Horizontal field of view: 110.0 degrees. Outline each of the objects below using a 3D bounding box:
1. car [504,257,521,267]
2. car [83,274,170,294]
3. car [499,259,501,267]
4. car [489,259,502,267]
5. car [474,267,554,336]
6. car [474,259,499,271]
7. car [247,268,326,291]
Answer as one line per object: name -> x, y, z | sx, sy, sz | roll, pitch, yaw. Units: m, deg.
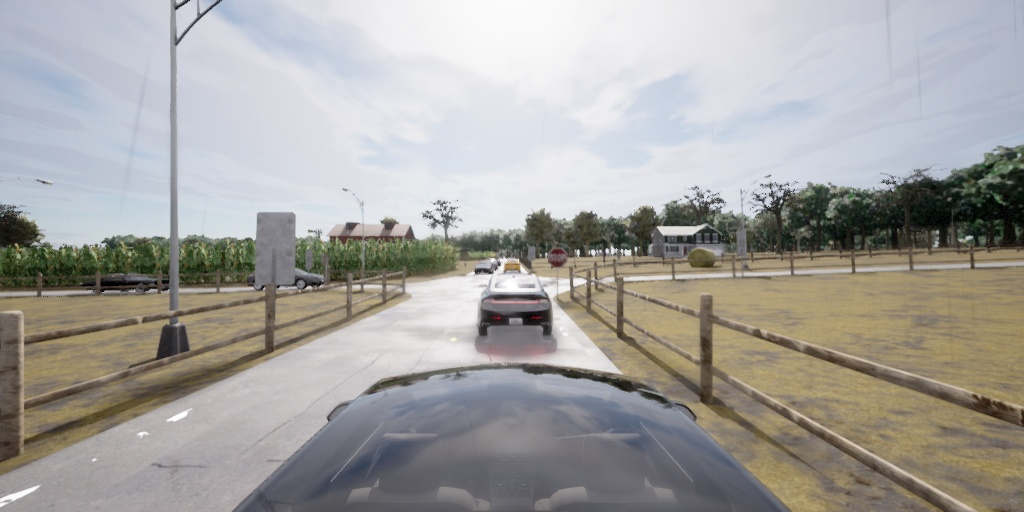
car -> 0.034, 1.155, 43.566 | 1.882, 1.535, 5.008 | 0, 0, 0
car -> -25.980, 1.862, 24.537 | 4.718, 1.301, 1.895 | -1, -2, 0
car -> -2.900, 1.154, 49.984 | 2.128, 1.511, 4.902 | 0, 0, 0
car -> -2.856, 1.235, 62.695 | 1.895, 1.301, 4.718 | 0, 0, 0
car -> 0.057, 1.235, 10.380 | 2.128, 1.511, 4.902 | 0, 0, -1
car -> -2.959, 1.235, 39.243 | 2.033, 1.411, 5.357 | 0, 0, 2
car -> -15.340, 1.539, 24.518 | 4.892, 1.490, 1.837 | -1, -2, 1
